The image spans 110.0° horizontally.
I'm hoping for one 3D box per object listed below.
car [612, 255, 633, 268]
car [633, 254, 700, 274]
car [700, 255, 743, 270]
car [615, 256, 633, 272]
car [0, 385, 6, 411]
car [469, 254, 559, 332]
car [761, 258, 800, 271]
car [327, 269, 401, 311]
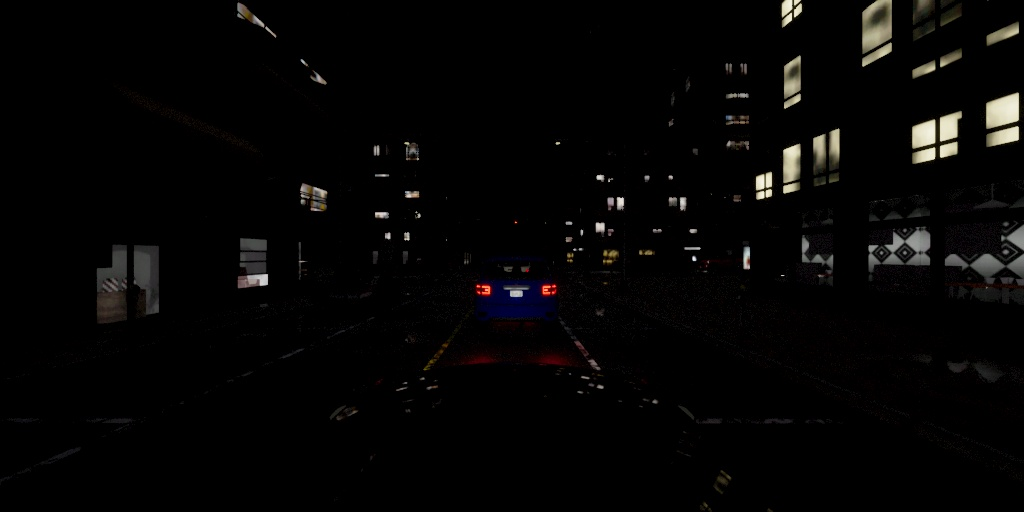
[{"bbox_3d":[14.610,0.764,42.771,5.009,1.841,2.192,0,0,0],"label":"car"},{"bbox_3d":[14.738,0.778,34.392,5.009,1.841,2.192,0,0,0],"label":"car"},{"bbox_3d":[23.416,0.641,40.250,4.553,1.767,2.097,-1,0,-1],"label":"car"},{"bbox_3d":[14.451,0.983,40.161,4.674,1.442,1.812,-1,0,-1],"label":"car"},{"bbox_3d":[-5.690,1.300,1.512,2.007,1.370,4.403,0,0,0],"label":"car"},{"bbox_3d":[0.106,0.971,11.021,2.150,2.045,5.566,0,0,0],"label":"car"},{"bbox_3d":[25.831,0.821,34.479,4.313,1.339,1.948,0,0,0],"label":"car"},{"bbox_3d":[-5.729,1.332,14.429,1.802,1.307,4.207,0,0,0],"label":"car"}]
